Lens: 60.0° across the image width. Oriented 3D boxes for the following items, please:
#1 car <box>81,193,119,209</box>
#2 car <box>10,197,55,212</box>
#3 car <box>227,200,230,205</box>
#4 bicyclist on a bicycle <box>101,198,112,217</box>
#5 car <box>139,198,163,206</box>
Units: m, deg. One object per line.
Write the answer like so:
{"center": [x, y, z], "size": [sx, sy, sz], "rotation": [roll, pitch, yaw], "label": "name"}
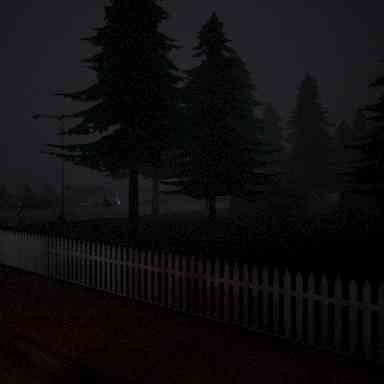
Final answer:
{"center": [-12.526, 1.221, 45.694], "size": [2.150, 2.045, 5.566], "rotation": [0, 0, 34], "label": "car"}
{"center": [-18.020, 1.352, 37.618], "size": [2.097, 1.767, 4.553], "rotation": [0, 0, 34], "label": "car"}
{"center": [4.672, 1.478, 51.986], "size": [1.882, 1.535, 5.008], "rotation": [0, 0, 34], "label": "car"}
{"center": [-7.164, 1.302, 27.826], "size": [1.656, 1.620, 0.582], "rotation": [0, 0, 34], "label": "bicyclist on a bicycle"}
{"center": [-6.790, 1.491, 54.083], "size": [2.128, 1.511, 4.902], "rotation": [0, 0, 35], "label": "car"}
